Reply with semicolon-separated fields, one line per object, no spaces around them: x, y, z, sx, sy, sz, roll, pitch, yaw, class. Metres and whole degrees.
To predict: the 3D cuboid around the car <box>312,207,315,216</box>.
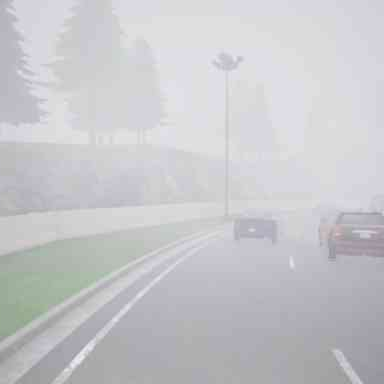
13.288;1.623;32.248;1.994;1.385;4.181;0;0;42;car

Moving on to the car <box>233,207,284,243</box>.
3.415;1.482;16.479;1.882;1.535;5.008;0;0;20;car

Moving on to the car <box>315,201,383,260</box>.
5.971;1.381;12.365;2.097;1.767;4.553;1;0;16;car

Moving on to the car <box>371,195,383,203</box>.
19.890;1.330;33.636;5.566;2.045;2.150;0;0;-41;car
